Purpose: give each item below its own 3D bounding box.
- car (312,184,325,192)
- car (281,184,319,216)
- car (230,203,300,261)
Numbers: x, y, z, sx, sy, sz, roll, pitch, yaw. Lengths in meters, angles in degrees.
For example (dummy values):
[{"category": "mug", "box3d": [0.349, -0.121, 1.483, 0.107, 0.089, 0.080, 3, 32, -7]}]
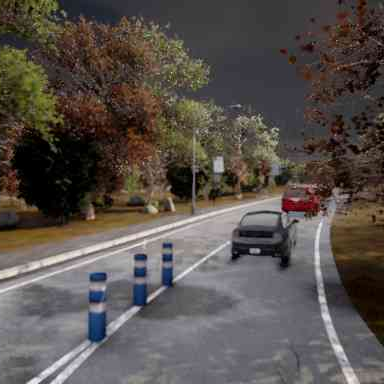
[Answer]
[{"category": "car", "box3d": [23.424, -0.780, 61.513, 1.895, 1.301, 4.718, 0, 2, 25]}, {"category": "car", "box3d": [8.141, 0.590, 24.847, 2.150, 2.045, 5.566, -1, 3, 26]}, {"category": "car", "box3d": [2.732, 1.423, 12.153, 1.837, 1.490, 4.892, 0, 2, 21]}]
